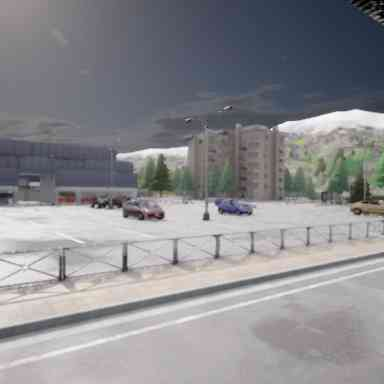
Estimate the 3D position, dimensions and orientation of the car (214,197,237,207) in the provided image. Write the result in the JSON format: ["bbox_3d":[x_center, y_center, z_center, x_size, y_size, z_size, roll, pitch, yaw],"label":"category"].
[{"bbox_3d":[5.613,1.666,55.795,1.845,1.501,3.633,1,0,-36],"label":"car"}]

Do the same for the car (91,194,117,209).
[{"bbox_3d":[-11.654,1.200,43.005,1.905,1.878,3.866,1,0,-36],"label":"car"}]

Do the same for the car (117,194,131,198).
[{"bbox_3d":[-9.538,1.243,45.039,1.932,1.855,4.605,1,0,-36],"label":"car"}]

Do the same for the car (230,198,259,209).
[{"bbox_3d":[7.536,1.653,48.033,1.970,1.475,3.806,1,0,-36],"label":"car"}]

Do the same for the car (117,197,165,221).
[{"bbox_3d":[-3.892,1.394,26.293,2.007,1.523,4.514,1,0,-36],"label":"car"}]

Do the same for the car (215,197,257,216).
[{"bbox_3d":[4.238,1.494,32.103,1.845,1.501,3.633,1,0,-36],"label":"car"}]

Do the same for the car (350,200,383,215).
[{"bbox_3d":[18.334,1.598,32.807,2.152,1.636,5.027,1,0,-36],"label":"car"}]
